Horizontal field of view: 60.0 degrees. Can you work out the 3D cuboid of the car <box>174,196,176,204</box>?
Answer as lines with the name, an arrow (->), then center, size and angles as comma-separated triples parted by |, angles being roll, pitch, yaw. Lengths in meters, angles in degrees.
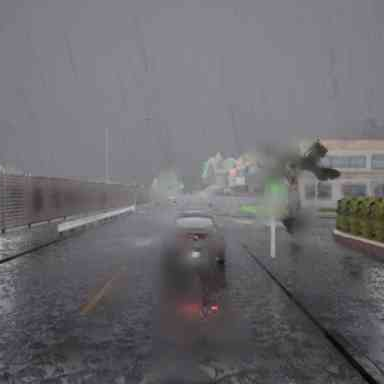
car -> -4.022, 1.484, 64.773 | 1.812, 1.442, 4.674 | 0, 0, 0

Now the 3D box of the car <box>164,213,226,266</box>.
car -> 0.089, 1.497, 11.550 | 1.837, 1.490, 4.892 | 0, 0, 0

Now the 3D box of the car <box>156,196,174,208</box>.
car -> -4.082, 1.533, 48.470 | 1.994, 1.385, 4.181 | 0, 0, 0
